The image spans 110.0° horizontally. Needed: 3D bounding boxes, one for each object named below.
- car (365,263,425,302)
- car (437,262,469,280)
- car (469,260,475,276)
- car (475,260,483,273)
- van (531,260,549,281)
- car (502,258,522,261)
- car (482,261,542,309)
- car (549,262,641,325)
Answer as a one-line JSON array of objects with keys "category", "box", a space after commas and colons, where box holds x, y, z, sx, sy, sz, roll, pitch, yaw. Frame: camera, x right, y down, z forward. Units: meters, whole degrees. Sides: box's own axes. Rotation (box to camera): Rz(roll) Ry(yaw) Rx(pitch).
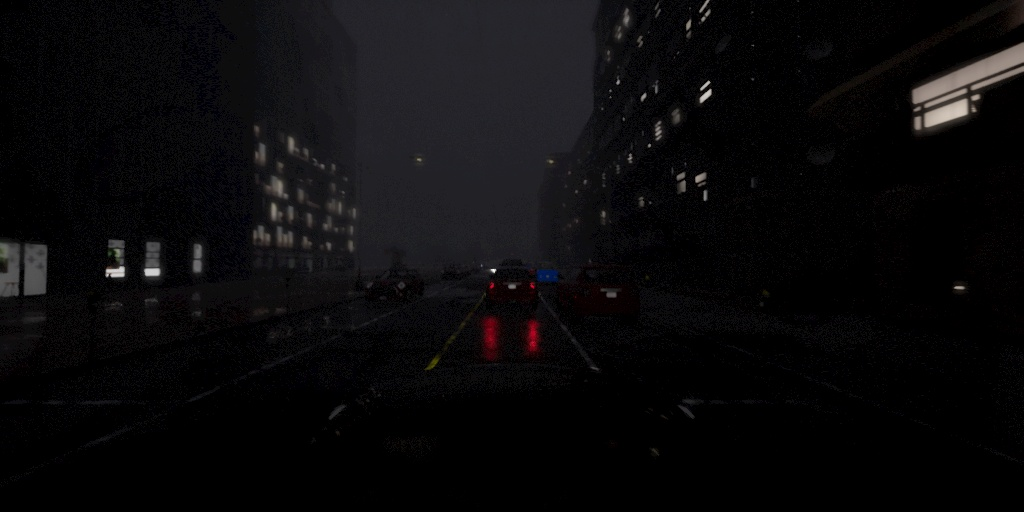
[{"category": "car", "box": [-5.684, 1.337, 17.759, 1.967, 1.591, 4.097, 0, 0, 0]}, {"category": "car", "box": [-5.644, 1.486, 34.697, 1.967, 1.591, 4.097, 0, 0, 0]}, {"category": "car", "box": [-5.635, 1.534, 40.343, 1.967, 1.591, 4.097, 0, 0, 0]}, {"category": "car", "box": [-5.628, 1.732, 51.634, 1.888, 1.381, 4.507, 0, 0, 0]}, {"category": "van", "box": [2.707, 1.339, 29.077, 1.690, 1.789, 3.998, 0, 0, 0]}, {"category": "car", "box": [0.017, 1.230, 30.850, 2.150, 2.045, 5.566, 0, 0, 0]}, {"category": "car", "box": [0.010, 1.231, 15.927, 2.097, 1.767, 4.553, 0, -1, 0]}, {"category": "car", "box": [2.697, 1.161, 12.139, 2.192, 1.841, 5.009, 0, 0, 0]}]
